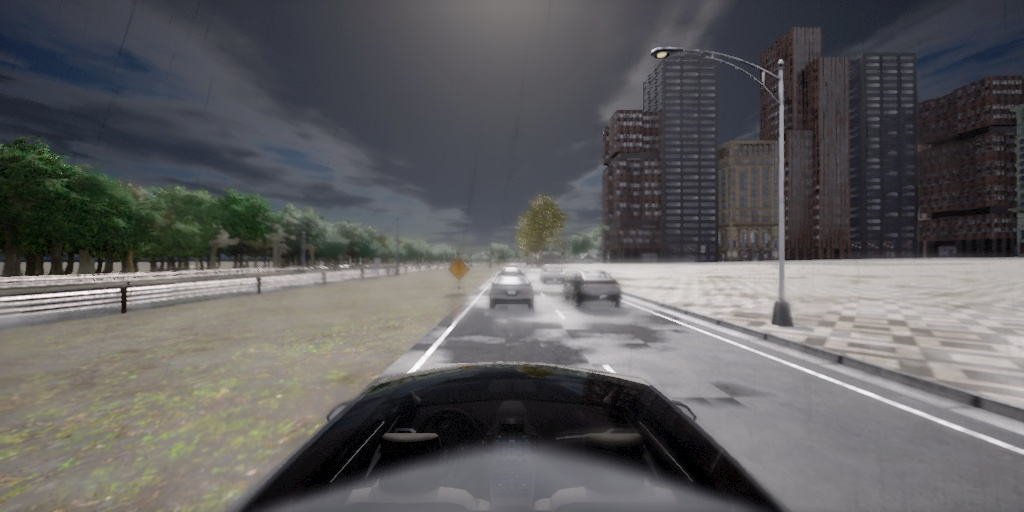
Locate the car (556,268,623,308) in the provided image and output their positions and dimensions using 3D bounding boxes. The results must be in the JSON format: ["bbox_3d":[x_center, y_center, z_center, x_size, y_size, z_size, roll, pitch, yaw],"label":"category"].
[{"bbox_3d":[3.490,1.378,16.154,2.128,1.511,4.902,0,0,0],"label":"car"}]

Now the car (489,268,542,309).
[{"bbox_3d":[-0.013,1.430,15.841,2.033,1.411,5.357,0,-1,0],"label":"car"}]

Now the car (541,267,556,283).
[{"bbox_3d":[3.471,1.625,30.959,1.895,1.301,4.718,0,0,0],"label":"car"}]

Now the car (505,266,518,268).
[{"bbox_3d":[-0.026,1.590,31.151,1.994,1.385,4.181,0,0,0],"label":"car"}]

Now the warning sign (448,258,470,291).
[{"bbox_3d":[-3.070,1.044,20.793,1.300,1.860,1.060,0,0,0],"label":"warning sign"}]
